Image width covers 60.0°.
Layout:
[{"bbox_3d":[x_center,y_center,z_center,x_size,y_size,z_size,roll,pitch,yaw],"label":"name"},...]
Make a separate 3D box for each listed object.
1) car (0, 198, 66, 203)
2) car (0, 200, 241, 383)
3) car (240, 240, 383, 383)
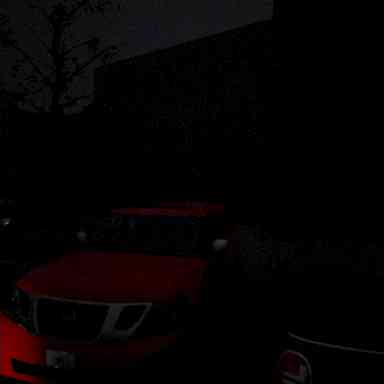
[{"bbox_3d":[-5.374,1.202,9.191,2.435,2.045,5.566,1,0,15],"label":"car"},{"bbox_3d":[-0.468,1.220,5.713,2.435,2.045,5.566,1,0,15],"label":"car"},{"bbox_3d":[1.968,1.355,3.969,2.185,1.767,4.553,0,-1,15],"label":"car"}]
